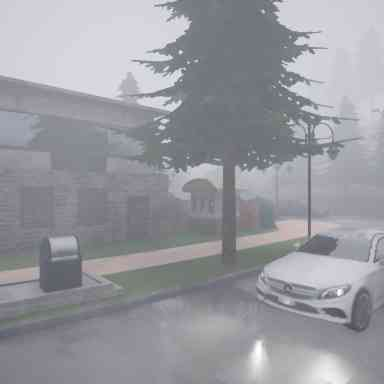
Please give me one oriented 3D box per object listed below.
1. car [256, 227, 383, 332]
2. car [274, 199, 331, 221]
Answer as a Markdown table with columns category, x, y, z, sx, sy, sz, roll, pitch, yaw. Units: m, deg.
| category | x | y | z | sx | sy | sz | roll | pitch | yaw |
| --- | --- | --- | --- | --- | --- | --- | --- | --- | --- |
| car | 3.320 | 1.526 | 7.027 | 4.674 | 1.442 | 1.812 | 0 | 0 | -41 |
| car | 8.214 | 1.347 | 25.945 | 4.892 | 1.490 | 1.837 | 0 | 0 | 43 |
